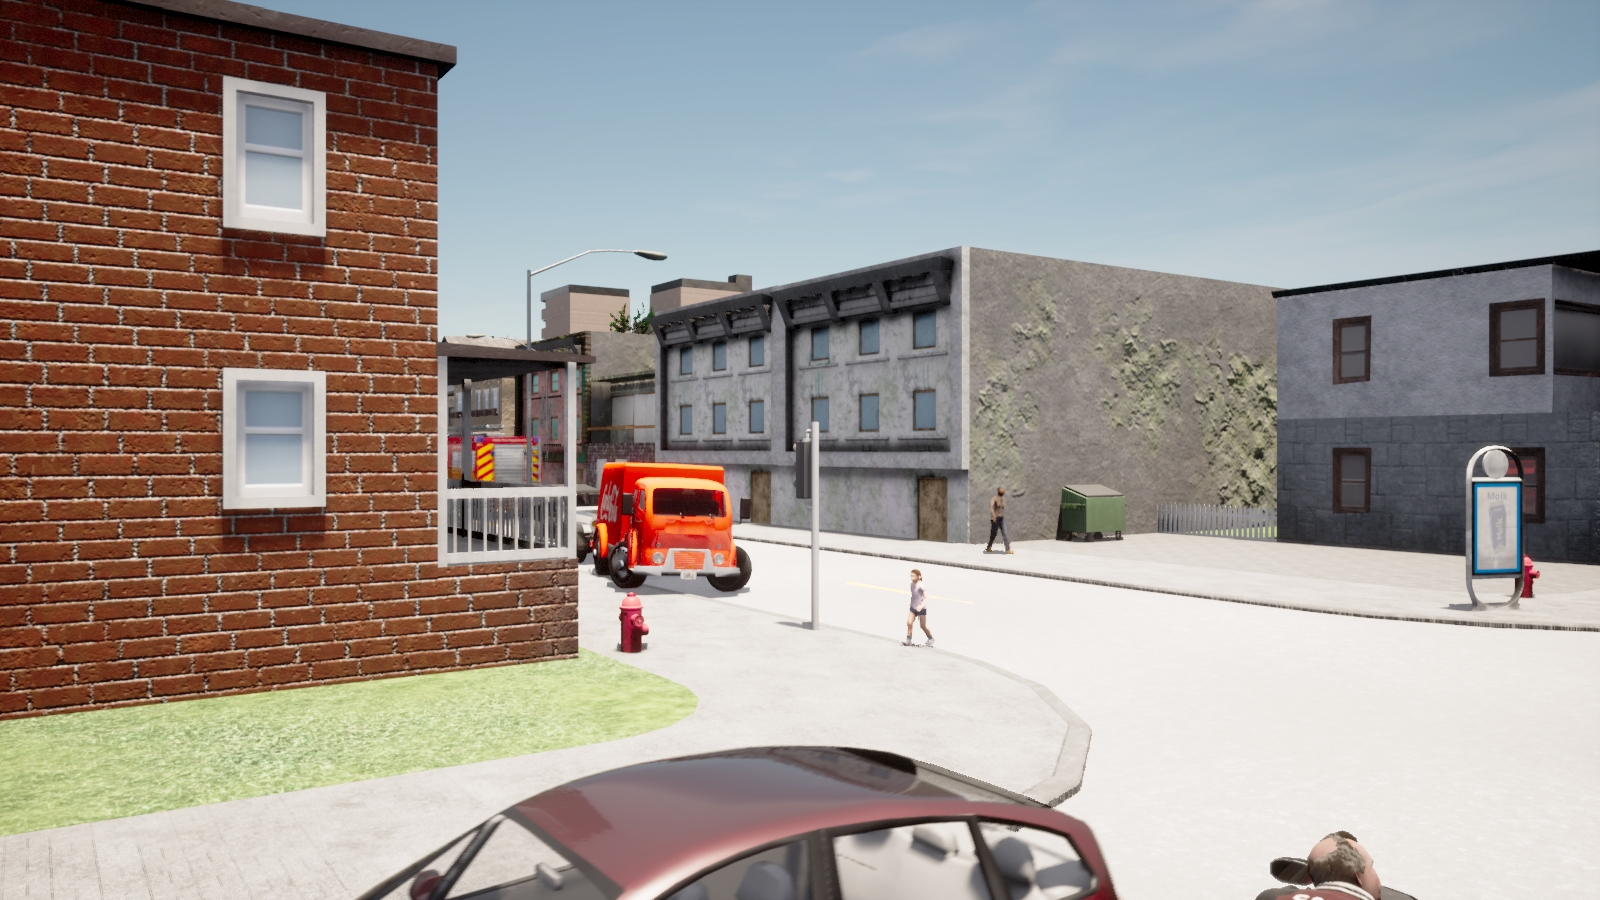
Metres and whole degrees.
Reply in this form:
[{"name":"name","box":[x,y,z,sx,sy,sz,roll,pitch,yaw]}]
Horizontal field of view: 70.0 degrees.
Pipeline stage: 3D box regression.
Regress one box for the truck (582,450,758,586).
[{"name":"truck","box":[-2.868,1.294,23.855,2.627,2.467,5.204,3,-1,-17]}]

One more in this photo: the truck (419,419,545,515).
[{"name":"truck","box":[-14.080,0.670,49.990,2.891,3.827,8.468,0,0,-33]}]

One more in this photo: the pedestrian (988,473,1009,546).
[{"name":"pedestrian","box":[5.123,1.524,29.518,0.375,1.860,0.375,0,0,-30]}]

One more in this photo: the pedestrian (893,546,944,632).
[{"name":"pedestrian","box":[1.631,1.897,15.744,0.500,1.100,0.500,0,0,-43]}]

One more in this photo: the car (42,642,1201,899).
[{"name":"car","box":[-0.490,1.796,4.118,3.705,1.549,1.789,-1,1,-34]}]
